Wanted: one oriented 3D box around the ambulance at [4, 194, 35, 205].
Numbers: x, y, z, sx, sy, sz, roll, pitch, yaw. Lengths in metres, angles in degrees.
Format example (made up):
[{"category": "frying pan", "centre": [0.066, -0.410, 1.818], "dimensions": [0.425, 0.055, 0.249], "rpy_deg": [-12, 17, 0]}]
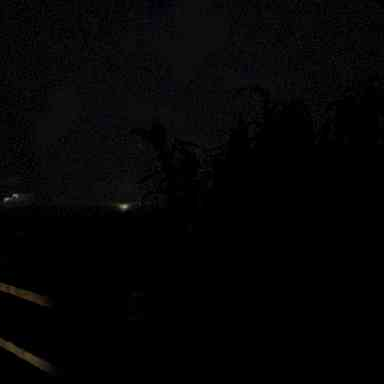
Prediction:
[{"category": "ambulance", "centre": [-39.442, 1.603, 76.068], "dimensions": [2.351, 2.431, 6.366], "rpy_deg": [1, 0, 36]}]
